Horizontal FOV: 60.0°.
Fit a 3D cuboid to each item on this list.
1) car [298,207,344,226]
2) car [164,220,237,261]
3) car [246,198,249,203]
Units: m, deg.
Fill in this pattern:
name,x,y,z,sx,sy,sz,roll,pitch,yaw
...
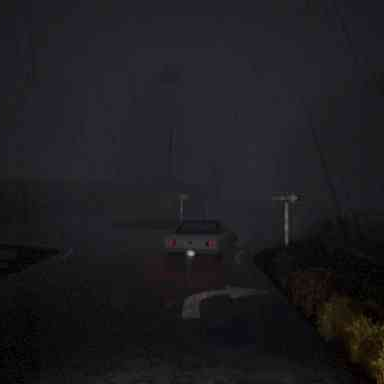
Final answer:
name,x,y,z,sx,sy,sz,roll,pitch,yaw
car,9.459,1.780,24.197,4.181,1.385,1.994,0,-1,-44
car,0.545,1.728,12.997,1.895,1.301,4.718,0,0,15
car,12.889,2.081,81.713,1.994,1.381,4.181,0,0,-1
